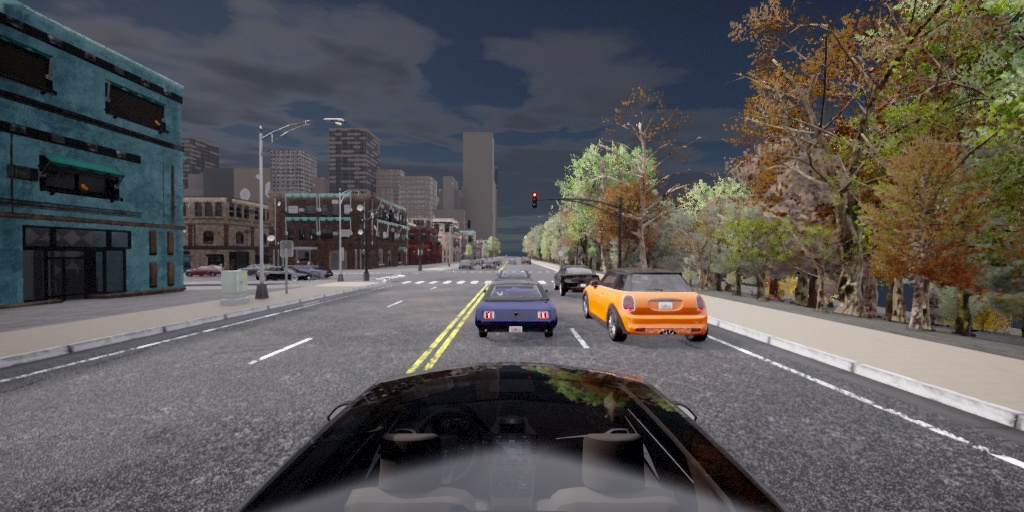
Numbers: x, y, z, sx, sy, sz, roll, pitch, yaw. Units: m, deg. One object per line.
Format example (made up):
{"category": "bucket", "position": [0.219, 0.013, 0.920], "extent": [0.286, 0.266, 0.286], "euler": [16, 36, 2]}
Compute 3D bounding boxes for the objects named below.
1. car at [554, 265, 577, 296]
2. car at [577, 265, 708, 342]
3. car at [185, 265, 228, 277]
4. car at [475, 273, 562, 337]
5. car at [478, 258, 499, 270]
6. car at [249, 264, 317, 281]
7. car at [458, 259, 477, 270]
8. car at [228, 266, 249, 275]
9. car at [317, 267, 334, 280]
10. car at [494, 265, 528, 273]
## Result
{"category": "car", "position": [3.357, 1.223, 19.223], "extent": [1.882, 1.535, 5.008], "euler": [0, 0, 1]}
{"category": "car", "position": [3.350, 1.100, 9.940], "extent": [2.097, 1.767, 4.553], "euler": [0, 0, 0]}
{"category": "car", "position": [-33.800, 1.647, 39.861], "extent": [4.207, 1.307, 1.802], "euler": [0, 0, 0]}
{"category": "car", "position": [0.103, 1.349, 10.219], "extent": [1.895, 1.301, 4.718], "euler": [0, 0, 0]}
{"category": "car", "position": [-3.317, 1.296, 52.046], "extent": [1.994, 1.385, 4.181], "euler": [0, 0, 0]}
{"category": "car", "position": [-19.935, 1.559, 31.336], "extent": [4.313, 1.339, 1.948], "euler": [0, 0, 0]}
{"category": "car", "position": [-6.569, 1.235, 51.952], "extent": [1.837, 1.490, 4.892], "euler": [0, 1, 0]}
{"category": "car", "position": [-28.264, 1.553, 39.852], "extent": [4.403, 1.370, 2.007], "euler": [0, 0, 0]}
{"category": "car", "position": [-19.313, 1.522, 34.043], "extent": [4.181, 1.385, 1.994], "euler": [-1, 1, 0]}
{"category": "car", "position": [0.108, 1.346, 19.381], "extent": [1.895, 1.301, 4.718], "euler": [0, 0, 0]}
